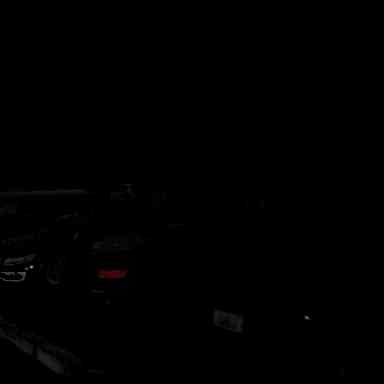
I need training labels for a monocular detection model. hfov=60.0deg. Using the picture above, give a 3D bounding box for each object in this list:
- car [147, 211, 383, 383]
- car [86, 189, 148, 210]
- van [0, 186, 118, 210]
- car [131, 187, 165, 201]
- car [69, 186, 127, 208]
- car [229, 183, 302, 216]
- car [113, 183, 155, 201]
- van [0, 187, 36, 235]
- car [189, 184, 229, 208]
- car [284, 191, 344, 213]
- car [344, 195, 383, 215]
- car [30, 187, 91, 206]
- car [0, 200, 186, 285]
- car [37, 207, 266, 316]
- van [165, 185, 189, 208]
[{"bbox_3d":[1.804,1.338,5.369,2.163,1.488,4.792,1,2,38],"label":"car"},{"bbox_3d":[-6.159,0.559,27.952,2.163,1.488,4.792,1,3,38],"label":"car"},{"bbox_3d":[-4.808,0.941,10.572,1.878,1.987,4.442,1,3,38],"label":"van"},{"bbox_3d":[-1.633,0.627,24.730,1.946,1.575,5.366,1,3,38],"label":"car"},{"bbox_3d":[-8.322,0.349,29.690,2.185,1.767,4.553,1,3,38],"label":"car"},{"bbox_3d":[4.827,0.542,19.466,2.435,2.045,5.566,1,3,38],"label":"car"},{"bbox_3d":[-3.928,0.331,26.292,2.435,2.045,5.566,1,3,38],"label":"car"},{"bbox_3d":[-9.245,0.833,13.995,1.878,1.987,4.442,1,3,38],"label":"van"},{"bbox_3d":[2.663,0.491,21.207,2.435,2.045,5.566,1,3,38],"label":"car"},{"bbox_3d":[7.060,0.868,17.826,2.163,1.488,4.792,1,3,38],"label":"car"},{"bbox_3d":[9.227,0.915,16.080,2.163,1.488,4.792,1,3,38],"label":"car"},{"bbox_3d":[-12.847,0.371,32.913,1.946,1.575,5.366,1,3,38],"label":"car"},{"bbox_3d":[-2.652,1.219,8.778,2.231,1.521,4.892,1,3,38],"label":"car"},{"bbox_3d":[-0.438,1.306,7.060,2.002,1.452,4.674,1,3,38],"label":"car"},{"bbox_3d":[0.520,0.461,22.973,1.878,1.987,4.442,1,3,38],"label":"van"}]
